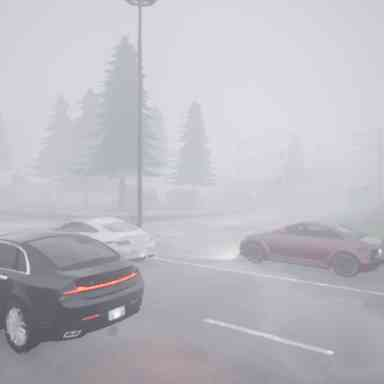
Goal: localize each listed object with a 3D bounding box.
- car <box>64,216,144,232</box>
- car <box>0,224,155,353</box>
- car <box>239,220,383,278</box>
[{"bbox_3d":[-3.254,1.509,10.609,4.674,1.442,1.812,0,0,35],"label":"car"},{"bbox_3d":[-3.044,1.492,6.162,4.892,1.490,1.837,0,0,35],"label":"car"},{"bbox_3d":[3.546,1.559,10.271,4.181,1.385,1.994,0,0,41],"label":"car"}]
